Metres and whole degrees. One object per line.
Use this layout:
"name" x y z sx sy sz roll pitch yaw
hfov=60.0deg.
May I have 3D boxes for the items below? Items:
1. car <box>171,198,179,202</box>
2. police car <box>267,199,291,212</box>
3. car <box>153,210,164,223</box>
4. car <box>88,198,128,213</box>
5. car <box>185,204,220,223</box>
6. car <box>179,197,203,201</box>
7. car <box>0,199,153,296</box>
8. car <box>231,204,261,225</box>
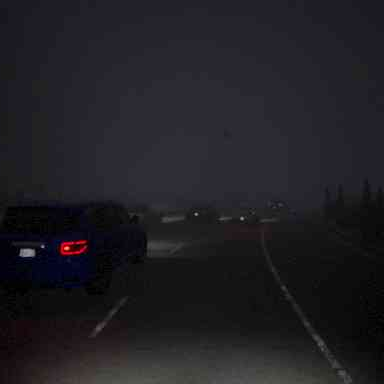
"car" -1.633 1.617 61.011 2.033 1.411 5.357 0 0 35
"police car" 10.608 1.631 40.426 2.038 1.542 4.974 0 0 28
"car" -3.594 1.657 23.603 1.895 1.301 4.718 0 0 15
"car" -9.681 1.563 38.784 1.882 1.535 5.008 0 0 23
"car" 0.911 1.636 26.394 1.994 1.385 4.181 0 0 17
"car" 0.640 1.684 51.677 2.033 1.411 5.357 0 0 31
"car" -2.803 1.241 8.904 2.150 2.045 5.566 0 0 6
"car" 4.113 1.599 24.982 1.812 1.442 4.674 0 0 17
